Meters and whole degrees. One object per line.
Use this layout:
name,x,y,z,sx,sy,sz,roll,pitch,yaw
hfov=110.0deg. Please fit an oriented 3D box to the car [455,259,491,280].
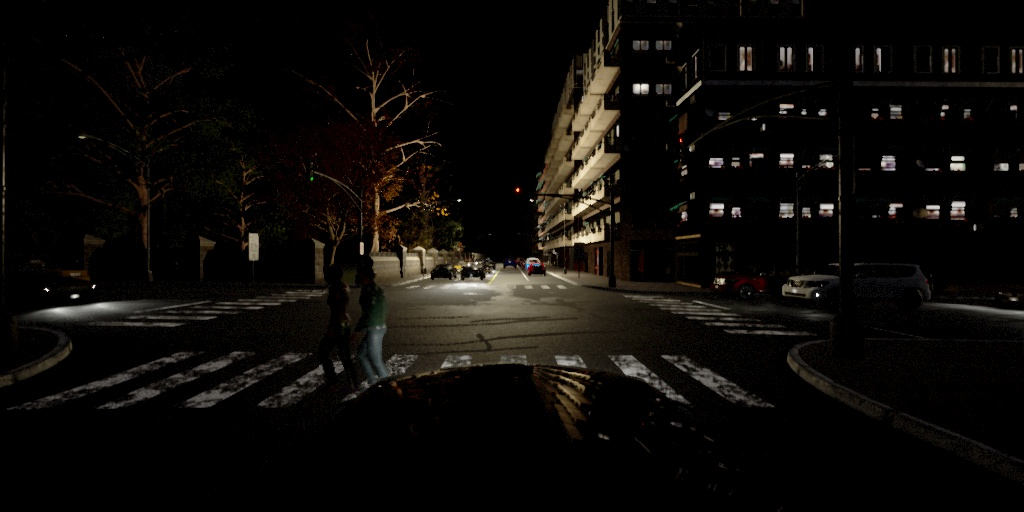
car,-3.260,1.259,31.078,2.128,1.511,4.902,0,0,0

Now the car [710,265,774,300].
car,13.353,1.354,19.016,5.009,1.841,2.192,0,0,-1

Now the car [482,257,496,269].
car,-3.375,1.284,52.982,2.128,1.511,4.902,0,0,0

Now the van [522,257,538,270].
van,2.459,1.120,42.555,1.690,1.789,3.998,0,0,0

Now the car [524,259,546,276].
car,2.491,1.318,36.924,1.888,1.381,4.507,0,0,0

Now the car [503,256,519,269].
car,-0.331,1.026,59.609,2.150,2.045,5.566,0,0,0

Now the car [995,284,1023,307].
car,25.547,1.776,16.623,4.674,1.442,1.812,1,0,-1

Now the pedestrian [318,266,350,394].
pedestrian,-2.513,1.024,5.114,0.375,1.860,0.375,0,0,0

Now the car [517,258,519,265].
car,2.361,1.355,59.445,2.007,1.370,4.403,0,0,0

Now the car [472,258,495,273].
car,-3.320,1.283,41.376,1.837,1.490,4.892,0,0,0

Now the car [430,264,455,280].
car,-5.857,1.333,31.246,1.948,1.339,4.313,0,0,0

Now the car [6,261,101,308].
car,-18.229,0.998,12.743,5.357,1.411,2.033,1,0,-1

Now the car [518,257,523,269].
car,2.394,1.235,53.815,1.967,1.591,4.097,0,0,0

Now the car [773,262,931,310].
car,15.690,1.293,16.470,5.566,2.045,2.150,1,0,-1

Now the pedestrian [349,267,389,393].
pedestrian,-1.914,1.036,4.901,0.375,1.860,0.375,0,0,0
